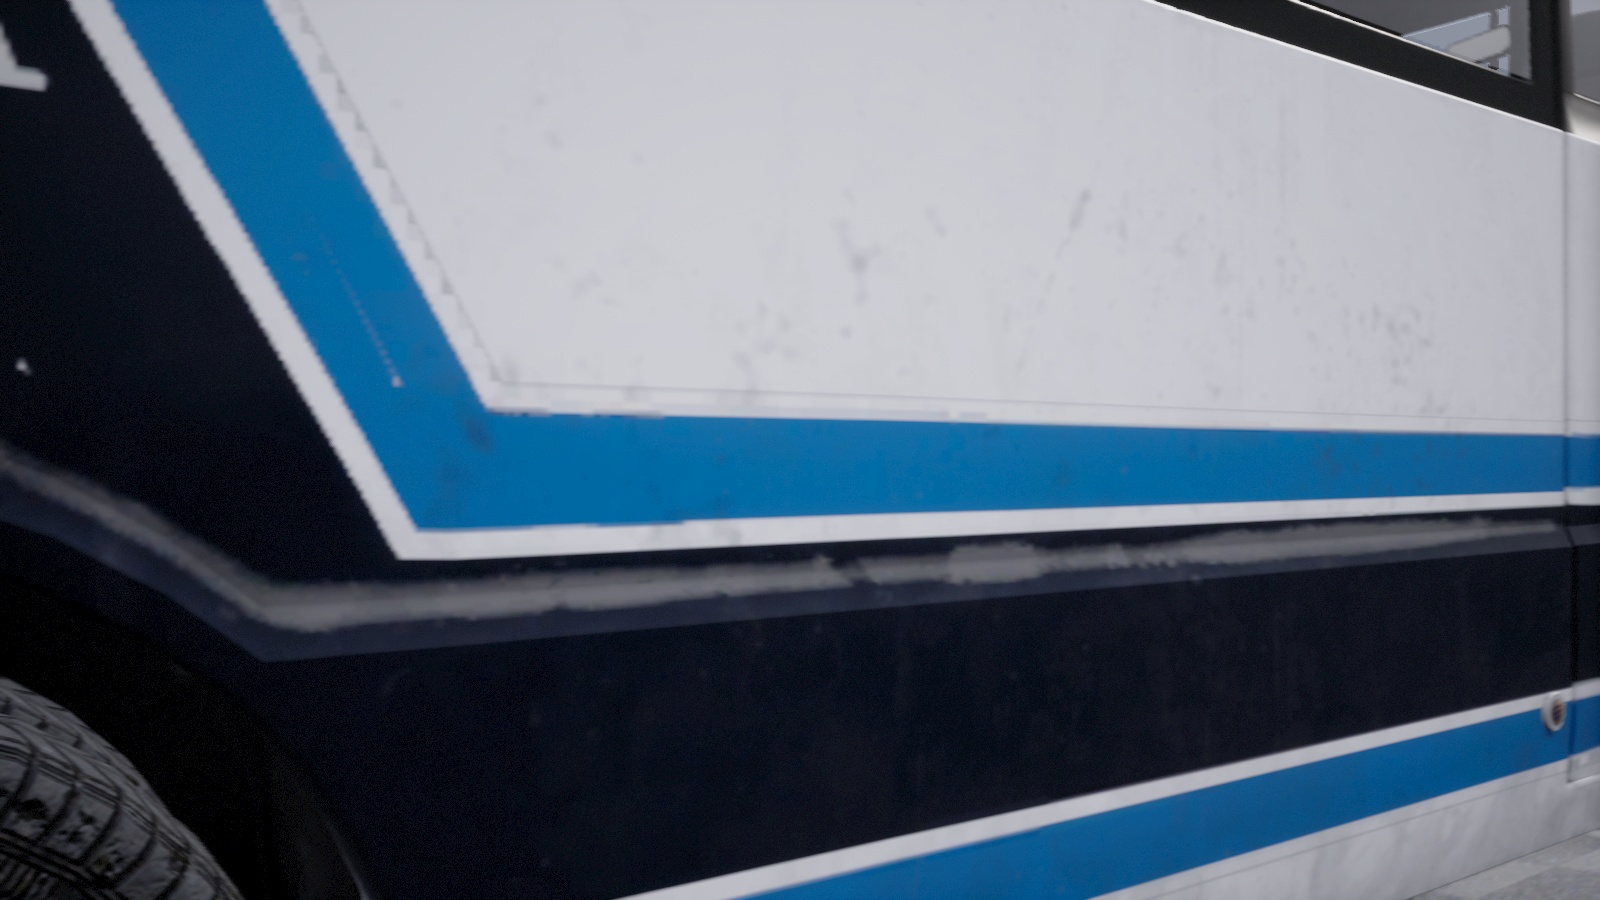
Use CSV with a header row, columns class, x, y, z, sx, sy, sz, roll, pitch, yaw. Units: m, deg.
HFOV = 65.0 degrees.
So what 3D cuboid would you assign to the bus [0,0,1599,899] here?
class,x,y,z,sx,sy,sz,roll,pitch,yaw
bus,0.366,-0.623,3.928,10.273,4.253,3.944,0,0,-35
